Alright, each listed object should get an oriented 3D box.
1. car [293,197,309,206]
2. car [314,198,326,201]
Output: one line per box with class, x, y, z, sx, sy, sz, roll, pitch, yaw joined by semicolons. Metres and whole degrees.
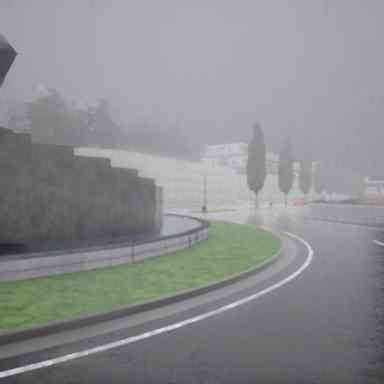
car;22.431;1.867;68.273;2.097;1.767;4.553;0;0;33
car;25.838;2.045;67.096;1.837;1.490;4.892;0;0;33
